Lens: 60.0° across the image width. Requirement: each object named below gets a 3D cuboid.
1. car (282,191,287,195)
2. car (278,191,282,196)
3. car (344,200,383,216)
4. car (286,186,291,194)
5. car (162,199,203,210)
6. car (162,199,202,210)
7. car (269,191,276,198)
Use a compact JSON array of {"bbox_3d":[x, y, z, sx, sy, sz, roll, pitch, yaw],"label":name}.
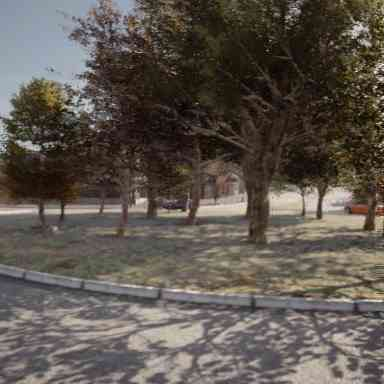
[{"bbox_3d":[22.263,0.050,85.608,1.946,1.575,5.366,1,3,27],"label":"car"},{"bbox_3d":[19.745,0.329,80.698,1.946,1.575,5.366,1,3,27],"label":"car"},{"bbox_3d":[19.264,1.707,36.990,2.097,1.767,4.553,1,0,-20],"label":"car"},{"bbox_3d":[24.909,-0.490,90.756,2.435,2.045,5.566,1,3,27],"label":"car"},{"bbox_3d":[-1.358,1.701,45.785,5.357,1.411,2.033,1,0,-14],"label":"car"},{"bbox_3d":[-1.374,1.664,42.371,4.674,1.442,1.812,1,0,-16],"label":"car"},{"bbox_3d":[17.219,0.610,75.794,1.946,1.575,5.366,1,3,27],"label":"car"}]
